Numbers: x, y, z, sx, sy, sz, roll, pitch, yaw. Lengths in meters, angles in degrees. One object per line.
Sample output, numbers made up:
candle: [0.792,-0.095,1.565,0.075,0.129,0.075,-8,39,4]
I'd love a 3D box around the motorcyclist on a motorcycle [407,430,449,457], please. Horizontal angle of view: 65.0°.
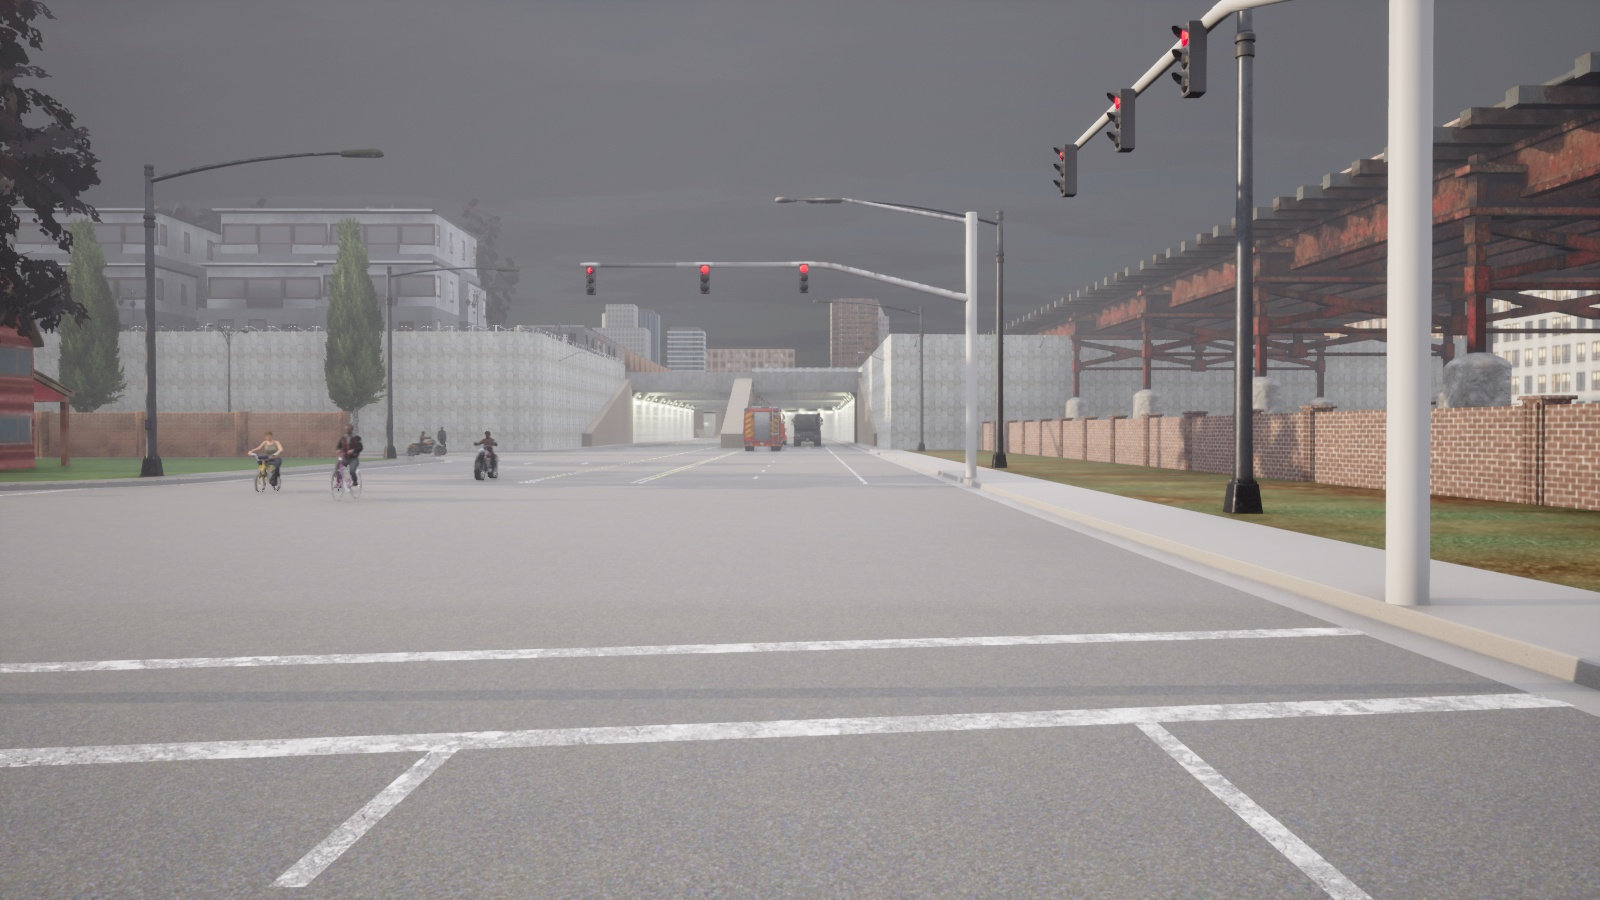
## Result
motorcyclist on a motorcycle: [-22.756,-0.403,76.852,2.350,1.649,0.766,0,1,0]

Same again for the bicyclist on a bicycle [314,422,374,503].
bicyclist on a bicycle: [-10.321,0.274,28.487,0.659,1.776,1.843,0,1,0]

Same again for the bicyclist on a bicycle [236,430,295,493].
bicyclist on a bicycle: [-13.798,0.278,32.486,0.866,1.612,1.509,0,1,0]

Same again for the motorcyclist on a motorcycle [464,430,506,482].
motorcyclist on a motorcycle: [-10.249,0.164,40.902,0.766,1.649,2.350,0,1,0]
